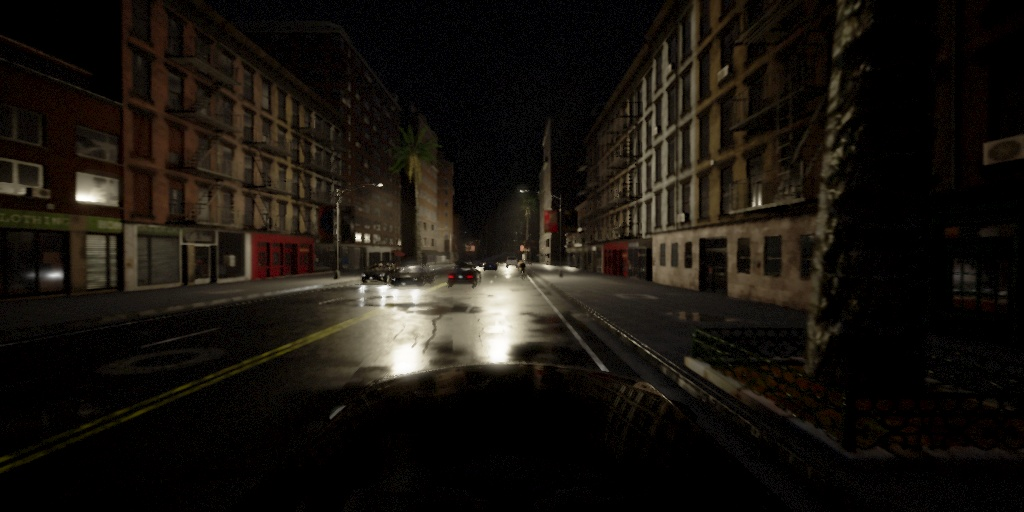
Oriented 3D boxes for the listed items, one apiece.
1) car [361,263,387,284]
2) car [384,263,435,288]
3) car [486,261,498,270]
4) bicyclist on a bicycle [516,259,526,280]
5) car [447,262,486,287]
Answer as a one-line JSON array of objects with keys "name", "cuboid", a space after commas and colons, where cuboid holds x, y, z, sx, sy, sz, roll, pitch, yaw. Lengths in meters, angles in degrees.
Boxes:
[{"name": "car", "cuboid": [-9.846, 1.291, 27.471, 1.837, 1.490, 4.892, 0, 0, 0]}, {"name": "car", "cuboid": [-6.599, 1.326, 24.492, 2.033, 1.411, 5.357, 0, 0, 0]}, {"name": "car", "cuboid": [-3.150, 1.437, 53.685, 1.994, 1.385, 4.181, 0, 0, 0]}, {"name": "bicyclist on a bicycle", "cuboid": [0.893, 1.163, 30.208, 0.659, 1.776, 1.843, 0, 0, 0]}, {"name": "car", "cuboid": [-3.151, 1.326, 24.454, 2.033, 1.411, 5.357, 0, 0, 0]}]
